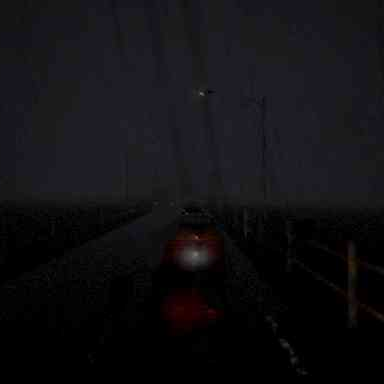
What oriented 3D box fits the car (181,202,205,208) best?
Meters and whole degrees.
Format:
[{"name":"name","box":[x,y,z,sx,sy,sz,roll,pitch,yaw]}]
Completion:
[{"name":"car","box":[0.092,1.536,27.637,1.812,1.442,4.674,0,0,0]}]

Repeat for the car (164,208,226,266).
[{"name":"car","box":[0.087,1.508,11.581,1.837,1.490,4.892,0,0,0]}]

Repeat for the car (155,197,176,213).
[{"name":"car","box":[-2.840,1.368,36.321,2.097,1.767,4.553,0,0,0]}]
